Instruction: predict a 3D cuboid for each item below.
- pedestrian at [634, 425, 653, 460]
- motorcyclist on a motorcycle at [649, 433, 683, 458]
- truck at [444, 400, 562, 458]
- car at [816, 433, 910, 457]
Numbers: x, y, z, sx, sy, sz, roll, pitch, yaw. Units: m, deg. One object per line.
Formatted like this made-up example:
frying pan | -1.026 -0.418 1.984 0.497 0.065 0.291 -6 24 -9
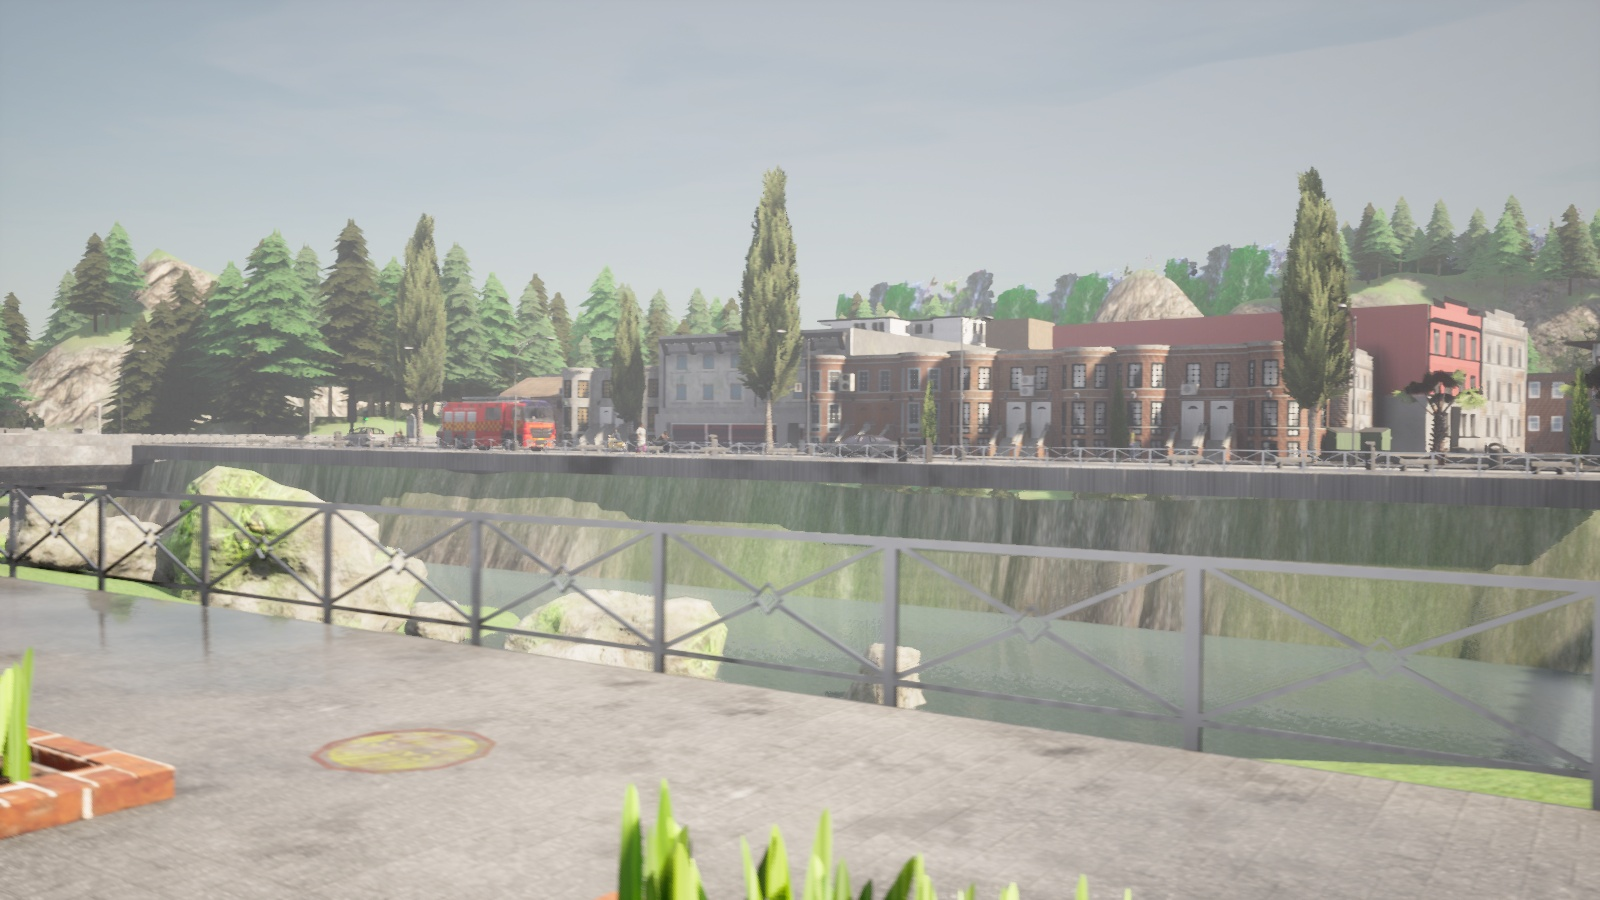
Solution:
pedestrian | -8.872 -0.447 71.007 0.659 1.952 0.873 -1 1 -44
motorcyclist on a motorcycle | -8.453 -0.289 79.058 2.044 1.523 0.797 0 1 34
truck | -20.652 -1.435 87.137 8.468 3.827 2.891 0 1 34
car | 3.758 -0.289 75.752 5.357 1.411 2.033 0 1 34
